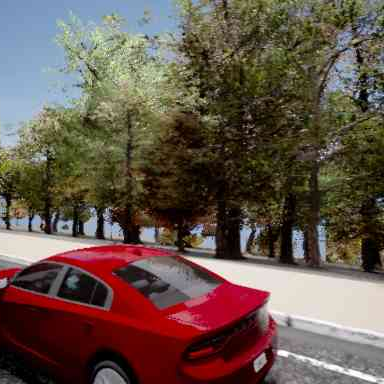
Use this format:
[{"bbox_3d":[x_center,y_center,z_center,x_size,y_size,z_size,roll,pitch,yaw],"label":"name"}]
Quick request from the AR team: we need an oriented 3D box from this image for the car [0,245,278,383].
[{"bbox_3d":[-1.363,1.498,4.655,5.008,1.535,1.882,0,0,35],"label":"car"}]
